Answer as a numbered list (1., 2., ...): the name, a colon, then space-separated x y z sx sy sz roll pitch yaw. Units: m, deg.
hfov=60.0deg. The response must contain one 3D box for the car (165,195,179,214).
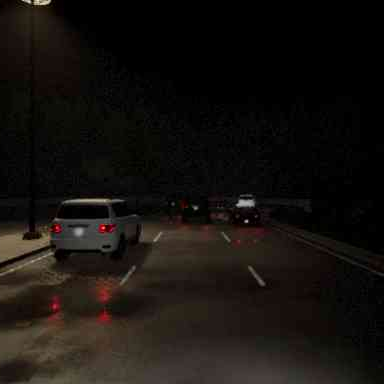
1. car: -1.282 1.366 37.197 2.150 2.045 5.566 0 0 15

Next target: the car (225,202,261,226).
1. car: 3.775 1.697 24.631 1.895 1.301 4.718 0 0 2

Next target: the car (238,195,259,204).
1. car: 6.868 1.374 40.278 2.150 2.045 5.566 0 -1 16

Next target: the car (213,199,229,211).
1. car: 3.788 1.655 42.072 2.128 1.511 4.902 0 0 16

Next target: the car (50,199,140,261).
1. car: -3.401 1.271 12.690 2.150 2.045 5.566 0 0 0

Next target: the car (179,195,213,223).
1. car: 0.444 1.324 27.165 2.150 2.045 5.566 0 -1 4
